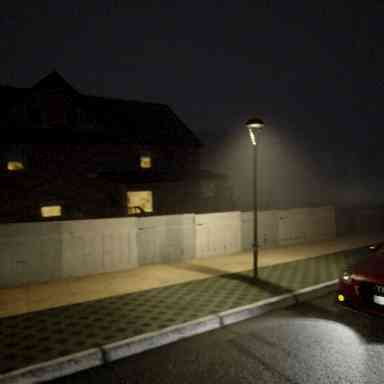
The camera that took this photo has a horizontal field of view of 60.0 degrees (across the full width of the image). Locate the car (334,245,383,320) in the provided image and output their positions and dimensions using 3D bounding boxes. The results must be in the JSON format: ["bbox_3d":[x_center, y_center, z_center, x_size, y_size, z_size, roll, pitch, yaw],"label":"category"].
[{"bbox_3d":[4.658,1.560,6.512,4.181,1.385,1.994,0,0,-37],"label":"car"}]

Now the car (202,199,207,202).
[{"bbox_3d":[0.917,1.726,50.279,1.837,1.490,4.892,-5,3,-40],"label":"car"}]
